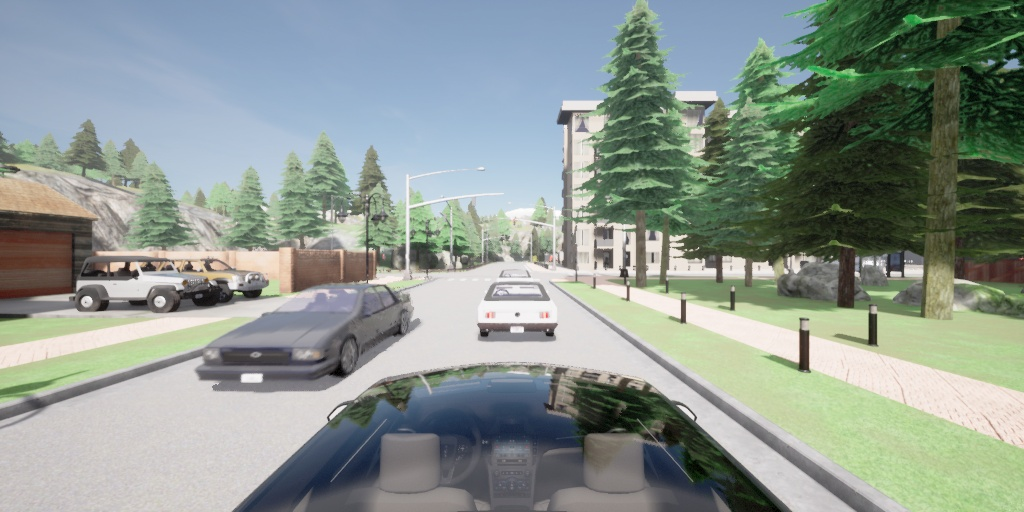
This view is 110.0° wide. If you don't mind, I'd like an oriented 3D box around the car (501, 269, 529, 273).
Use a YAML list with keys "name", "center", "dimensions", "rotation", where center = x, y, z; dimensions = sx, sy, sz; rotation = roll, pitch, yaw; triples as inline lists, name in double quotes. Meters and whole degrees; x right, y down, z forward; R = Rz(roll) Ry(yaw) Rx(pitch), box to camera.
- name: "car"
  center: [0.162, 1.350, 19.404]
  dimensions: [1.895, 1.301, 4.718]
  rotation: [0, 0, 0]

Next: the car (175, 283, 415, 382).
- name: "car"
  center: [-3.576, 1.297, 7.610]
  dimensions: [2.033, 1.411, 5.357]
  rotation: [0, 0, 0]

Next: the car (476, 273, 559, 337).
- name: "car"
  center: [0.132, 1.350, 10.236]
  dimensions: [1.895, 1.301, 4.718]
  rotation: [0, 0, 0]
